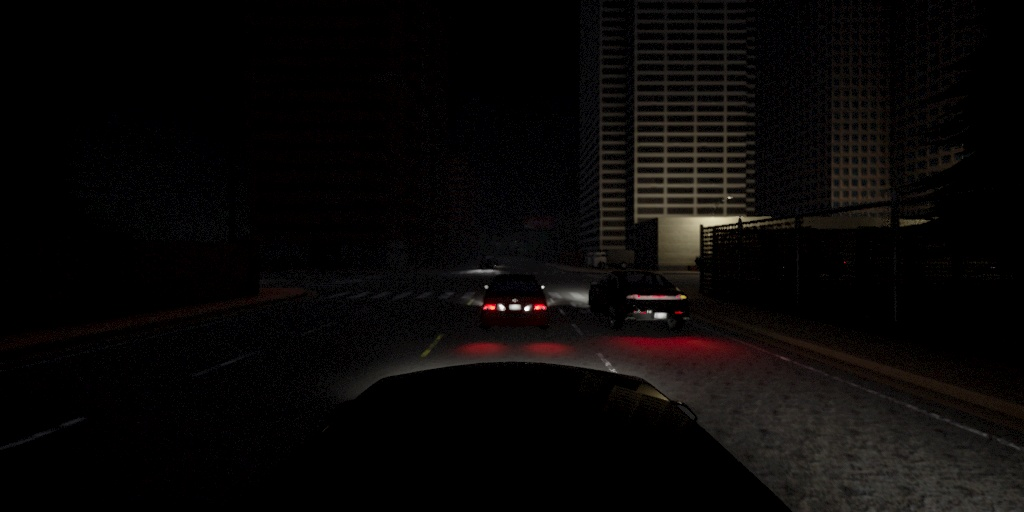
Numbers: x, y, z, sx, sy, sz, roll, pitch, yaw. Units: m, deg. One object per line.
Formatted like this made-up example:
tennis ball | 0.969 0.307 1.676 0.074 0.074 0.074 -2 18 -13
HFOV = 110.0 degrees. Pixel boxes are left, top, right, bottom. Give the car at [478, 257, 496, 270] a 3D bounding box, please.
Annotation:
car | -3.569 1.157 49.188 1.895 1.301 4.718 0 0 0

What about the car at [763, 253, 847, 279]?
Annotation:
car | 24.139 0.800 29.463 5.566 2.045 2.150 0 0 0

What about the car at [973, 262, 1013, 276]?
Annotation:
car | 45.631 1.043 32.975 5.008 1.535 1.882 0 0 0

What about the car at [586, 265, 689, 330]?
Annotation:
car | 3.604 1.203 11.014 2.128 1.511 4.902 0 0 1

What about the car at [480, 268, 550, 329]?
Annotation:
car | 0.081 1.259 11.048 2.033 1.411 5.357 0 0 0

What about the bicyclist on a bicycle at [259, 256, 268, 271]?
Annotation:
bicyclist on a bicycle | -26.517 0.848 37.983 0.582 1.620 1.656 0 1 10
